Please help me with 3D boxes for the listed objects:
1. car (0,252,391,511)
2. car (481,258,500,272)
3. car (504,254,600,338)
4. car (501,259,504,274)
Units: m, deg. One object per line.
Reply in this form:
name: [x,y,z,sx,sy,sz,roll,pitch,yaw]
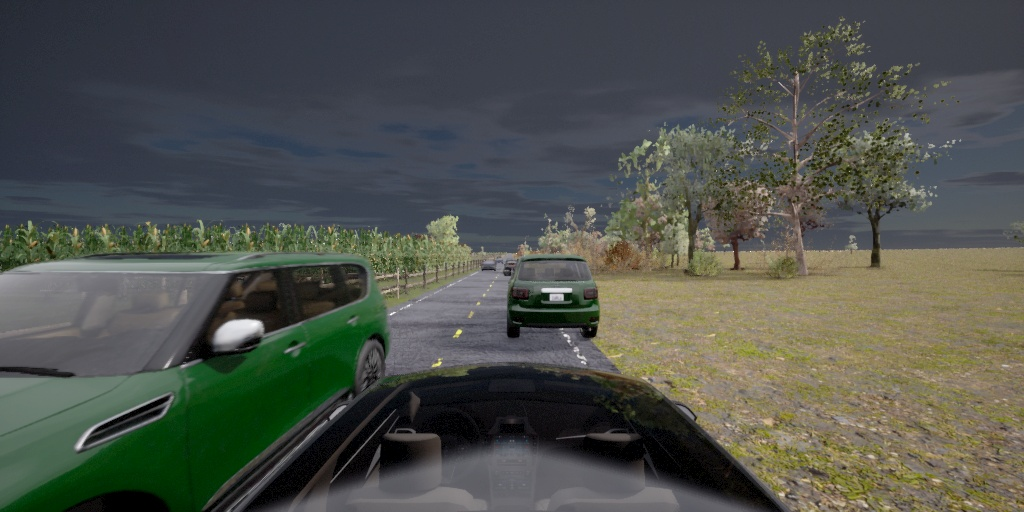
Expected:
car: [-2.854,0.971,3.111,2.150,2.045,5.566,0,0,0]
car: [-2.934,1.276,46.293,2.033,1.411,5.357,0,0,0]
car: [0.947,0.975,10.326,2.150,2.045,5.566,0,0,0]
car: [0.012,1.237,43.075,1.837,1.490,4.892,0,0,0]
